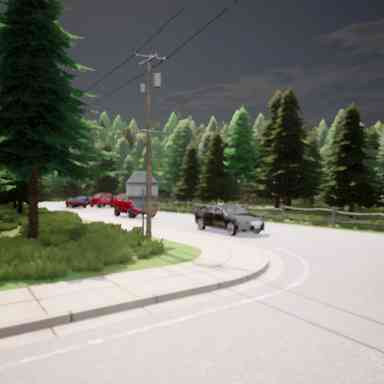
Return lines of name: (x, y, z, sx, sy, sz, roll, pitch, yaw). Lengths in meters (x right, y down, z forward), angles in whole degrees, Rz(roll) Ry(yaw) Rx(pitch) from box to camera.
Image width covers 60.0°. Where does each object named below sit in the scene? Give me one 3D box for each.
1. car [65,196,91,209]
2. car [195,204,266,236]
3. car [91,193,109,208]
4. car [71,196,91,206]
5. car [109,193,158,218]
car: (-15.549, 1.561, 44.666, 1.895, 1.301, 4.718, 0, 0, -34)
car: (1.953, 1.445, 18.346, 2.128, 1.511, 4.902, 0, 0, -30)
car: (-12.605, 1.178, 46.735, 2.150, 2.045, 5.566, 0, 0, -34)
car: (-18.455, 1.434, 55.222, 1.882, 1.535, 5.008, 0, 0, -34)
car: (-5.097, 1.176, 29.279, 2.150, 2.045, 5.566, 0, 0, -34)
